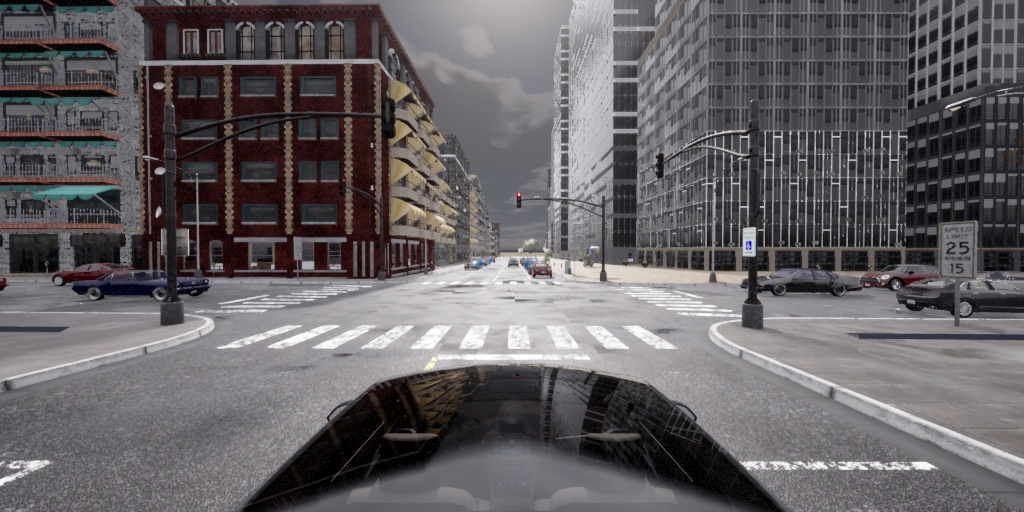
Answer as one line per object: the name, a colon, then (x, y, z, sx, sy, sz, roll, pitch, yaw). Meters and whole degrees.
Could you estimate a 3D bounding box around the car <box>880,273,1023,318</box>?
car: (16.743, 1.445, 13.051, 4.403, 1.370, 2.007, 0, 0, 1)

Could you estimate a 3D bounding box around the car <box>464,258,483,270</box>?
car: (-5.569, 1.269, 50.319, 1.948, 1.339, 4.313, 0, 0, 0)

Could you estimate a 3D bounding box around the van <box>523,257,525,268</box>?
van: (2.779, 1.044, 50.331, 1.690, 1.789, 3.998, 0, 0, 0)

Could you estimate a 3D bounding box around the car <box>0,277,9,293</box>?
car: (-22.594, 1.259, 13.690, 4.507, 1.381, 1.888, 0, 0, 1)

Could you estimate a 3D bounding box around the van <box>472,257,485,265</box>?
van: (-5.555, 1.036, 55.965, 1.690, 1.789, 3.998, 0, 0, 0)

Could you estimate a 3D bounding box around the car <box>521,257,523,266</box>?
car: (2.793, 1.240, 55.977, 1.888, 1.381, 4.507, 0, 0, 0)

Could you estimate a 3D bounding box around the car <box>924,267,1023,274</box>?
car: (25.258, 1.443, 18.818, 4.718, 1.301, 1.895, 0, 1, 1)

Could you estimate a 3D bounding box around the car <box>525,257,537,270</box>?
car: (2.751, 1.159, 39.039, 1.967, 1.591, 4.097, 0, 0, 0)

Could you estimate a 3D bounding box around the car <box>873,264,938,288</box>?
car: (23.424, 1.230, 21.582, 4.097, 1.591, 1.967, 0, 0, 1)

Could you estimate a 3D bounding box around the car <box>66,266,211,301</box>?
car: (-16.638, 1.299, 16.300, 4.718, 1.301, 1.895, 0, 1, 1)

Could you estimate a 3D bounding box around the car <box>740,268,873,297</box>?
car: (15.231, 1.342, 18.987, 5.357, 1.411, 2.033, 0, 1, 1)

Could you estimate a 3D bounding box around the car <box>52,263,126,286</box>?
car: (-25.805, 1.109, 22.355, 4.507, 1.381, 1.888, 0, 0, 1)

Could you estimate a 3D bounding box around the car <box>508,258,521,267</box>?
car: (0.257, 1.281, 64.036, 1.895, 1.301, 4.718, 0, 0, 0)

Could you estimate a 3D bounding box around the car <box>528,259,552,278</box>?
car: (2.736, 1.271, 33.394, 1.888, 1.381, 4.507, 0, 0, 0)
